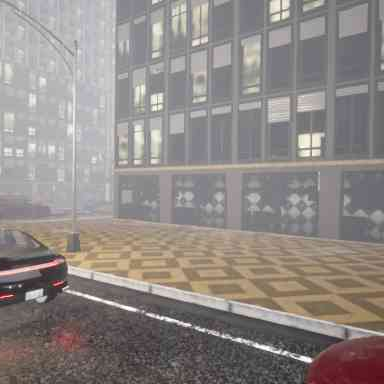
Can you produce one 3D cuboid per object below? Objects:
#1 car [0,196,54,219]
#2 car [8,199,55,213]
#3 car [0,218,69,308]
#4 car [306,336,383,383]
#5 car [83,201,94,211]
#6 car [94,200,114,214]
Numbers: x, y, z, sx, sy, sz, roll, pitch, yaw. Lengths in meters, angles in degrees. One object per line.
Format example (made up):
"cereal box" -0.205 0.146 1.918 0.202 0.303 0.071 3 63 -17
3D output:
"car" -15.577 1.518 30.480 2.192 1.841 5.009 1 0 36
"car" -19.091 1.641 39.849 1.752 1.417 4.829 1 0 36
"car" -4.595 1.488 6.934 4.902 1.511 2.128 0 0 35
"car" 2.947 1.526 1.595 4.674 1.442 1.812 0 0 35
"car" -12.442 1.788 44.500 1.994 1.385 4.181 1 0 37
"car" -8.796 1.828 39.704 1.752 1.417 4.829 1 0 36
